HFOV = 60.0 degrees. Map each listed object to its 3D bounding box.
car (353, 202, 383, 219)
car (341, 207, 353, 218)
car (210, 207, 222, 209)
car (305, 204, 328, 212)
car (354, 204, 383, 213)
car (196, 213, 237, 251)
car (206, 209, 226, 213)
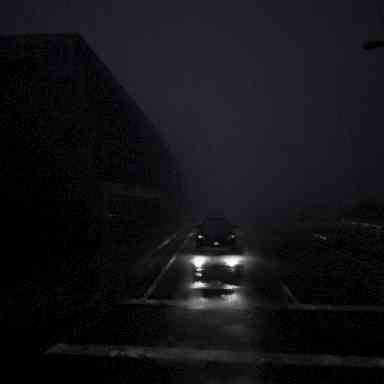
[{"bbox_3d":[20.464,2.003,36.633,3.866,1.878,1.905,0,-1,4],"label":"car"},{"bbox_3d":[20.264,2.097,39.559,4.605,1.855,1.932,0,-1,4],"label":"car"},{"bbox_3d":[2.696,2.484,36.928,1.837,1.490,4.892,0,-1,4],"label":"car"},{"bbox_3d":[21.754,2.827,58.071,3.633,1.501,1.845,0,-1,4],"label":"car"},{"bbox_3d":[28.938,2.726,54.560,3.806,1.475,1.970,0,-1,4],"label":"car"},{"bbox_3d":[1.221,2.010,16.741,1.812,1.442,4.674,0,-1,4],"label":"car"},{"bbox_3d":[1.928,2.291,26.632,1.994,1.385,4.181,0,-1,4],"label":"car"}]
